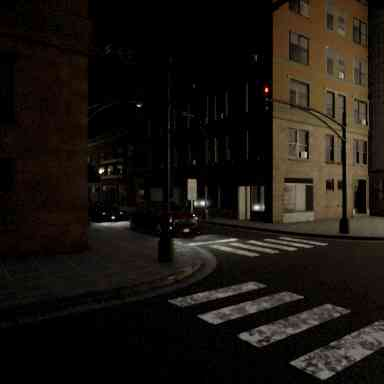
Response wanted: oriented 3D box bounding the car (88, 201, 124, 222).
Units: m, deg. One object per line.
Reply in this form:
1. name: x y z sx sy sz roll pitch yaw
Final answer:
1. car: -7.123 1.413 25.747 2.033 1.411 5.357 0 0 -35

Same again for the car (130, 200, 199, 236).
1. car: -1.573 1.268 17.968 2.097 1.767 4.553 0 0 -36
